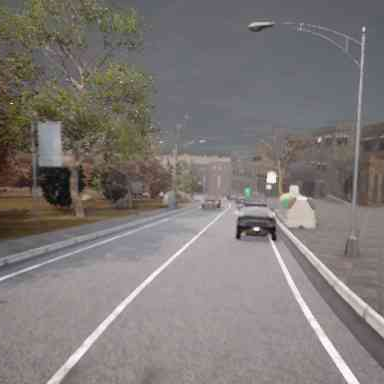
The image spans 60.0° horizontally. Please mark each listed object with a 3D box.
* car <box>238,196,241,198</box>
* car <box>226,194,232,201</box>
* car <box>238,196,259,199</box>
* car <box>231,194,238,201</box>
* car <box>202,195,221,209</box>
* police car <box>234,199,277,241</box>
[{"bbox_3d":[5.866,1.255,32.766,2.097,1.767,4.553,1,0,9],"label":"car"},{"bbox_3d":[8.374,1.055,69.021,1.994,1.385,4.181,0,0,-3],"label":"car"},{"bbox_3d":[4.875,1.406,26.854,1.882,1.535,5.008,1,0,9],"label":"car"},{"bbox_3d":[7.862,1.298,53.800,1.812,1.442,4.674,1,0,3],"label":"car"},{"bbox_3d":[2.448,1.119,40.716,2.097,1.767,4.553,1,1,9],"label":"car"},{"bbox_3d":[3.236,1.393,17.051,1.930,1.638,5.238,1,0,9],"label":"police car"}]
